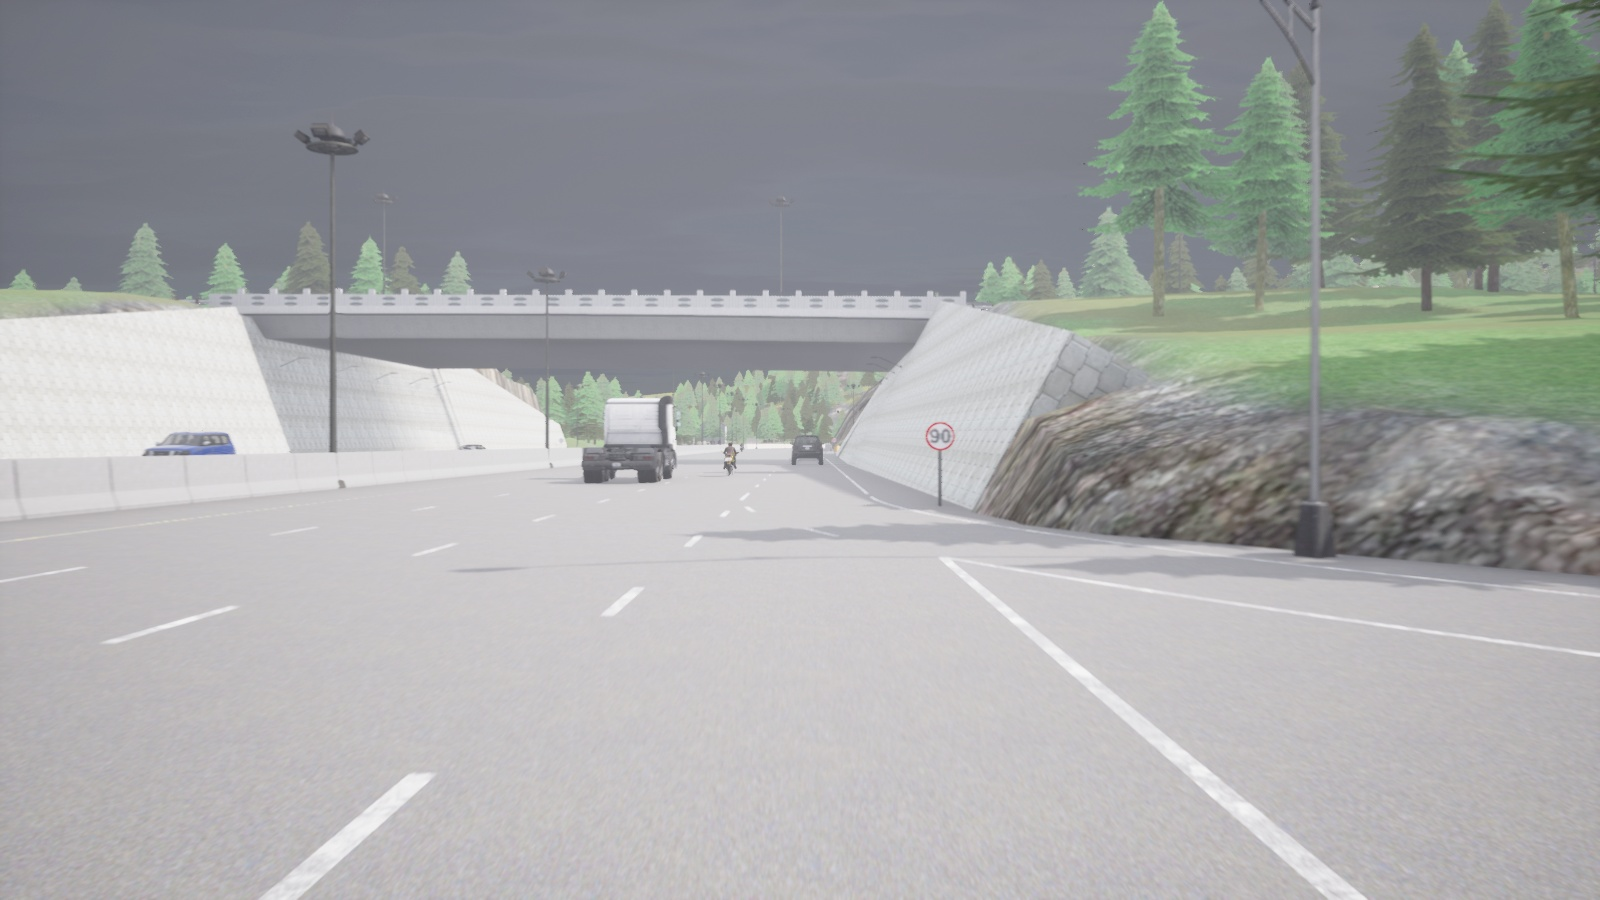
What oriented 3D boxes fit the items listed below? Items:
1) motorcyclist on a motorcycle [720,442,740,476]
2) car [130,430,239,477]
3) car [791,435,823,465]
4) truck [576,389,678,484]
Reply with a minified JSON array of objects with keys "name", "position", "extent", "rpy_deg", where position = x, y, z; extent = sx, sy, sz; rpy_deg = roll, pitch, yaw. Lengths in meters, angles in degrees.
[{"name":"motorcyclist on a motorcycle","position":[-3.162,0.409,56.868],"extent":[0.797,1.523,2.044],"rpy_deg":[0,0,0]},{"name":"car","position":[-27.663,0.127,56.657],"extent":[2.150,2.045,5.566],"rpy_deg":[0,0,0]},{"name":"car","position":[0.512,-0.022,87.440],"extent":[2.150,2.045,5.566],"rpy_deg":[0,0,0]},{"name":"truck","position":[-6.701,-0.518,49.735],"extent":[2.891,3.462,7.936],"rpy_deg":[0,0,0]}]
